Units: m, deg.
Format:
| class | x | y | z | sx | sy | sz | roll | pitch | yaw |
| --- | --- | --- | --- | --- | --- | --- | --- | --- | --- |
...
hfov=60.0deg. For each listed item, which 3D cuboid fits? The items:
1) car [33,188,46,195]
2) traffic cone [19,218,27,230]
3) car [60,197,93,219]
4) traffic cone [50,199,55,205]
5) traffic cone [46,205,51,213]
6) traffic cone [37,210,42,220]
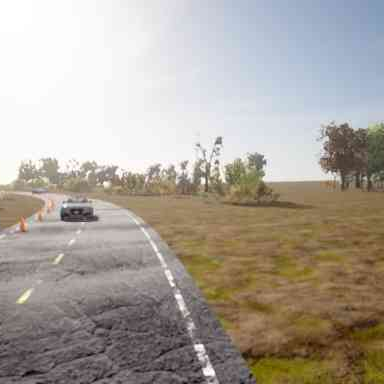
| class | x | y | z | sx | sy | sz | roll | pitch | yaw |
| --- | --- | --- | --- | --- | --- | --- | --- | --- | --- |
| car | -32.057 | -0.178 | 69.673 | 1.812 | 1.442 | 4.674 | -1 | 1 | -38 |
| traffic cone | -8.247 | 1.544 | 16.205 | 0.340 | 0.580 | 0.340 | 0 | 1 | -15 |
| car | -7.690 | 1.009 | 22.376 | 1.994 | 1.385 | 4.181 | 0 | 1 | -17 |
| traffic cone | -12.702 | 1.201 | 30.235 | 0.340 | 0.580 | 0.340 | 0 | 1 | -20 |
| traffic cone | -11.061 | 1.314 | 25.609 | 0.340 | 0.580 | 0.340 | 0 | 1 | -19 |
| traffic cone | -9.576 | 1.428 | 20.931 | 0.340 | 0.580 | 0.340 | 0 | 1 | -17 |
